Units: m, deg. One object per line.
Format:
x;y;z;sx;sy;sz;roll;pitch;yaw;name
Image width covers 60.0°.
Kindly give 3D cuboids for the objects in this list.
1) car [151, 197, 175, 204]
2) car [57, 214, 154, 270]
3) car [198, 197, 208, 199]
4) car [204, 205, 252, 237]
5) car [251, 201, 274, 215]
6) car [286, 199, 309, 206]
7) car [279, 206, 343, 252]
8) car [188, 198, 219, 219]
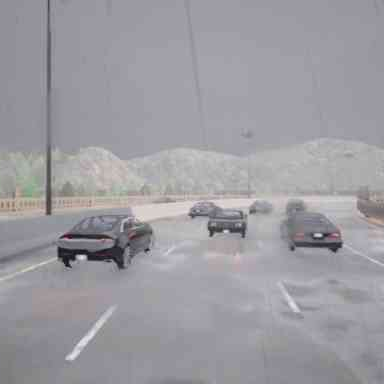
-4.407;1.496;51.188;1.837;1.490;4.892;0;0;29;car
-2.588;1.487;11.056;2.128;1.511;4.902;0;0;7;car
3.093;1.570;50.235;1.994;1.385;4.181;0;0;30;car
2.088;1.605;18.188;1.895;1.301;4.718;0;0;11;car
7.300;1.578;34.774;1.994;1.385;4.181;0;0;22;car
10.762;1.526;34.006;1.837;1.490;4.892;0;0;23;car
4.839;1.557;14.091;2.033;1.411;5.357;0;0;10;car
1.276;1.551;28.800;2.033;1.411;5.357;0;0;18;car
